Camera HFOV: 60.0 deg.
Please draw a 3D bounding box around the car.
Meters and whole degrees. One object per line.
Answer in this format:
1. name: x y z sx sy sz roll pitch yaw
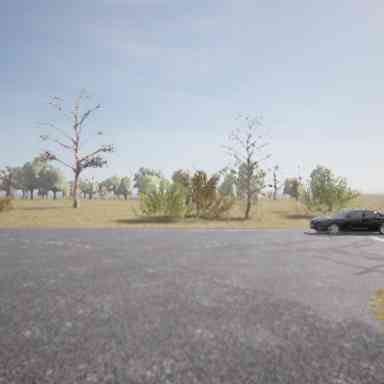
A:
1. car: 9.793 1.776 20.255 5.008 1.535 1.882 0 -1 -2
